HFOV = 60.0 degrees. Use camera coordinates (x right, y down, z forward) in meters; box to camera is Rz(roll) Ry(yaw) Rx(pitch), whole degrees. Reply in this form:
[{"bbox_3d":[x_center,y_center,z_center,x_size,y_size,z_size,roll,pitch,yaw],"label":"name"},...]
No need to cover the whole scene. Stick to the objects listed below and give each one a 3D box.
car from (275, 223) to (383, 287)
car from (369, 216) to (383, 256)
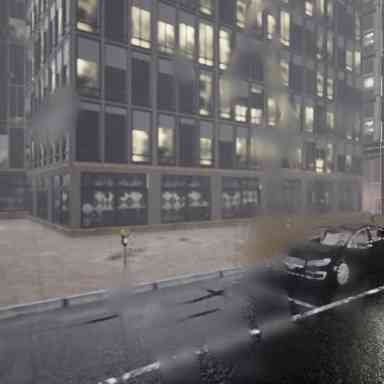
[{"bbox_3d":[4.165,1.565,9.242,4.403,1.369,2.008,0,0,-35],"label":"car"},{"bbox_3d":[8.749,1.589,12.507,4.313,1.339,1.947,0,0,-35],"label":"car"}]
